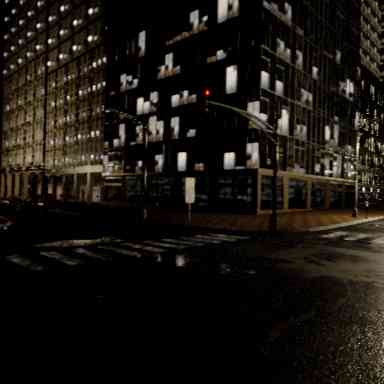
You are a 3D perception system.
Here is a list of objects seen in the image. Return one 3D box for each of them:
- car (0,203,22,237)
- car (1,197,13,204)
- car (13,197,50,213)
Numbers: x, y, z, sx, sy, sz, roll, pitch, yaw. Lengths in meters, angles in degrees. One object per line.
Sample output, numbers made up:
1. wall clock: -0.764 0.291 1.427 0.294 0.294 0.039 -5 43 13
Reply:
1. car: -9.620 1.321 15.233 4.206 1.307 1.802 1 0 45
2. car: -20.041 1.202 37.284 4.829 1.417 1.752 1 0 45
3. car: -15.873 1.172 33.173 4.097 1.590 1.967 1 0 45
